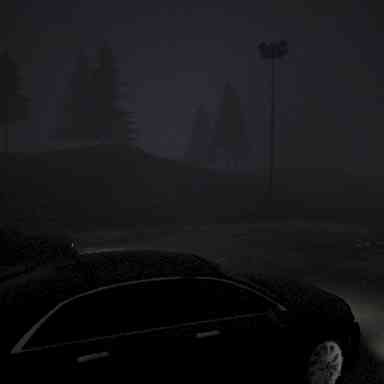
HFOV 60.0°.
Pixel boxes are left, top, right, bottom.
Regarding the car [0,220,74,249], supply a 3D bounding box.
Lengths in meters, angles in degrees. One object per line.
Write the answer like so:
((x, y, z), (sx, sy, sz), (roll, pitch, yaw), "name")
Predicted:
((-5.884, 1.341, 8.695), (5.357, 1.411, 2.033), (0, 1, -27), "car")

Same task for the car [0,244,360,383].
((-0.293, 1.439, 3.673), (4.892, 1.490, 1.837), (0, 1, -27), "car")
